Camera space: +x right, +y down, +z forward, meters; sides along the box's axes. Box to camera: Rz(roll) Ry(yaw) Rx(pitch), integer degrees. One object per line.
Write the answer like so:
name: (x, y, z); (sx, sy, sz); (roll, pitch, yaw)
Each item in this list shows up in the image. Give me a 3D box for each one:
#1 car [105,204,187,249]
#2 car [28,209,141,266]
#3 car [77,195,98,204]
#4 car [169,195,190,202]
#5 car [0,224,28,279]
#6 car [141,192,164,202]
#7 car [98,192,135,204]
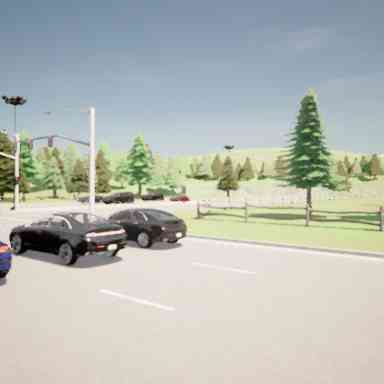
car: (-2.482, 1.443, 14.346); (4.892, 1.490, 1.837); (0, 0, 36)
car: (-4.355, 1.433, 11.383); (4.902, 1.511, 2.128); (0, 0, 36)
car: (-17.169, 1.236, 56.459); (1.837, 1.490, 4.892); (0, 0, 35)
car: (-2.445, 1.247, 65.308); (1.882, 1.535, 5.008); (0, 0, 35)
car: (-6.400, 1.468, 8.545); (4.674, 1.442, 1.812); (0, 0, 36)
car: (-8.155, 0.954, 69.304); (2.150, 2.045, 5.566); (0, 0, 35)
car: (-11.484, 0.988, 52.404); (2.150, 2.045, 5.566); (0, 1, 35)
